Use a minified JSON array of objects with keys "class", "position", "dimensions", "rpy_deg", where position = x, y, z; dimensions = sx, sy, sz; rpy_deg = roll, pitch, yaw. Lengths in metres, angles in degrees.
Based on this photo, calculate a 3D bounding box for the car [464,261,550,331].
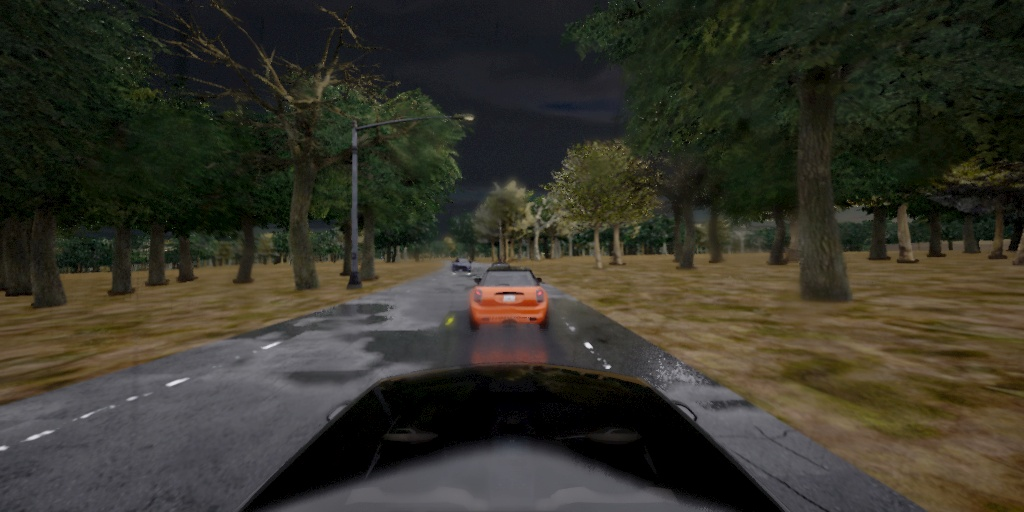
[{"class":"car","position":[-0.111,1.077,11.114],"dimensions":[2.097,1.767,4.553],"rpy_deg":[0,0,-1]}]

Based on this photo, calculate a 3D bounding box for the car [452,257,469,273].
[{"class":"car","position":[-5.741,0.983,41.139],"dimensions":[2.097,1.767,4.553],"rpy_deg":[0,0,-6]}]
